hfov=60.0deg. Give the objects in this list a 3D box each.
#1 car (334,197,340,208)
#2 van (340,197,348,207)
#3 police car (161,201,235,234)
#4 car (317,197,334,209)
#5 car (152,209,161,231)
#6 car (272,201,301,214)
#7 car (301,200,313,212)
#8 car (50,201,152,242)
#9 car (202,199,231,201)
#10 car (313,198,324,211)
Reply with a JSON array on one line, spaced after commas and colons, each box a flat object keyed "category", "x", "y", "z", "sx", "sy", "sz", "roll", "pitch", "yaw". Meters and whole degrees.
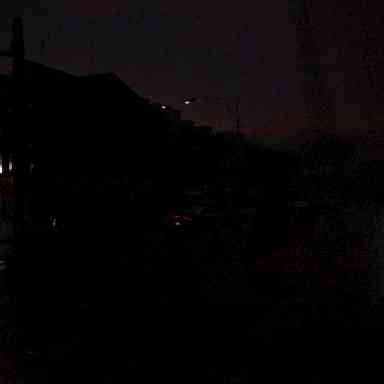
[{"category": "car", "x": 23.534, "y": 1.945, "z": 57.159, "sx": 1.967, "sy": 1.590, "sz": 4.097, "roll": -1, "pitch": -1, "yaw": 35}, {"category": "van", "x": 29.820, "y": 1.945, "z": 66.009, "sx": 1.690, "sy": 1.788, "sz": 3.998, "roll": -1, "pitch": -1, "yaw": 35}, {"category": "police car", "x": 0.707, "y": 1.565, "z": 20.460, "sx": 1.930, "sy": 1.638, "sz": 5.238, "roll": 0, "pitch": -1, "yaw": 35}, {"category": "car", "x": 20.391, "y": 1.772, "z": 52.736, "sx": 2.192, "sy": 1.841, "sz": 5.009, "roll": -1, "pitch": -1, "yaw": 35}, {"category": "car", "x": -1.606, "y": 1.707, "z": 21.764, "sx": 1.947, "sy": 1.339, "sz": 4.313, "roll": -1, "pitch": -1, "yaw": 35}, {"category": "car", "x": 10.964, "y": 1.869, "z": 39.461, "sx": 2.008, "sy": 1.369, "sz": 4.403, "roll": -1, "pitch": -1, "yaw": 35}, {"category": "car", "x": 14.008, "y": 1.888, "z": 43.747, "sx": 1.752, "sy": 1.417, "sz": 4.829, "roll": -1, "pitch": -1, "yaw": 35}, {"category": "car", "x": -4.749, "y": 1.414, "z": 17.343, "sx": 2.192, "sy": 1.841, "sz": 5.009, "roll": -1, "pitch": -1, "yaw": 35}, {"category": "car", "x": 1.536, "y": 1.499, "z": 26.191, "sx": 2.192, "sy": 1.841, "sz": 5.009, "roll": -1, "pitch": -1, "yaw": 35}, {"category": "car", "x": 17.250, "y": 1.976, "z": 48.309, "sx": 1.947, "sy": 1.339, "sz": 4.313, "roll": -1, "pitch": -1, "yaw": 35}]
